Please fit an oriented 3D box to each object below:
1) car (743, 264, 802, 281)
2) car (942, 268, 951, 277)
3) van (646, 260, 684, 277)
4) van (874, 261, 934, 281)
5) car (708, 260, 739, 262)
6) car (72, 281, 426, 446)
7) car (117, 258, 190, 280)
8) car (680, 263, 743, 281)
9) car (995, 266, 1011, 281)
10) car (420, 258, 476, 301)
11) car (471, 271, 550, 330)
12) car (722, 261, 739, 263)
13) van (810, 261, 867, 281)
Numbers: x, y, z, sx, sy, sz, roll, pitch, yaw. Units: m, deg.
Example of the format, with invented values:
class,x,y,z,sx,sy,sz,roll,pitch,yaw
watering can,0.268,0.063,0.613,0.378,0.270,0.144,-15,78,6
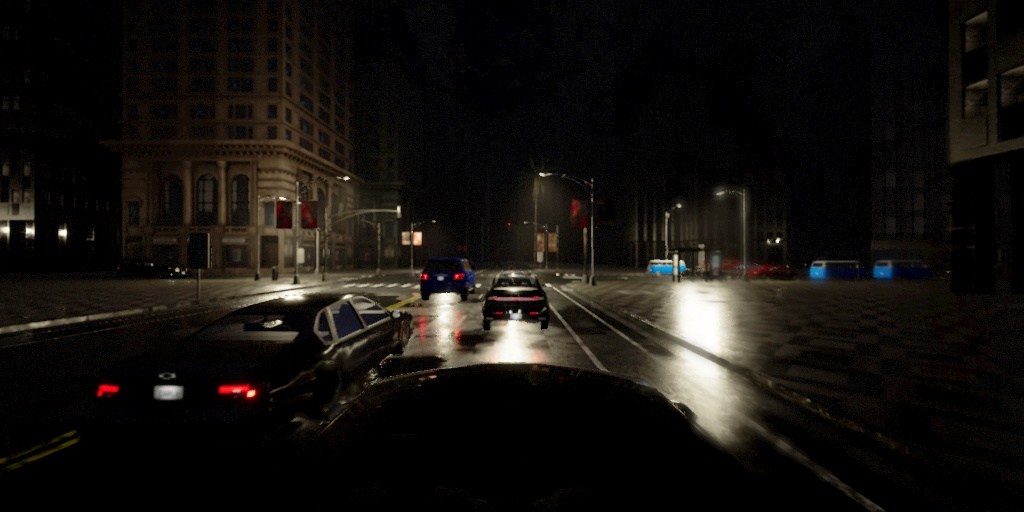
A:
class,x,y,z,sx,sy,sz,roll,pitch,yaw
car,22.739,1.550,31.217,4.207,1.307,1.802,0,0,0
car,47.529,1.481,37.009,4.902,1.511,2.128,0,0,0
van,17.054,1.354,39.738,3.998,1.789,1.690,0,0,0
van,34.094,1.303,31.224,3.998,1.789,1.690,0,0,0
car,22.732,1.323,39.742,5.009,1.841,2.192,0,0,0
car,-3.155,1.329,5.831,2.033,1.411,5.357,0,0,1
car,-33.868,1.255,33.961,5.566,2.045,2.150,0,0,0
car,17.061,1.523,31.213,4.403,1.370,2.007,0,0,0
car,45.448,1.542,31.232,4.207,1.307,1.802,0,0,0
car,-3.156,1.100,18.538,2.150,2.045,5.566,0,0,0
car,0.095,1.311,11.366,2.128,1.511,4.902,0,-1,0
car,24.434,1.542,37.084,5.357,1.411,2.033,0,0,0
van,28.417,1.305,31.221,3.998,1.789,1.690,0,0,0
